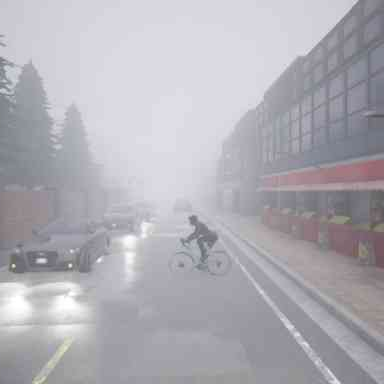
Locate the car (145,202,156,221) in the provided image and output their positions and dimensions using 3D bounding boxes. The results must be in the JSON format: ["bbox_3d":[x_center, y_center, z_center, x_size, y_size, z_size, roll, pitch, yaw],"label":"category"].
[{"bbox_3d":[-4.273,1.557,26.662,1.994,1.385,4.181,0,0,-2],"label":"car"}]

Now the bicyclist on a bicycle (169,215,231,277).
[{"bbox_3d":[0.202,1.440,8.791,1.656,1.620,0.582,-1,0,-2],"label":"bicyclist on a bicycle"}]

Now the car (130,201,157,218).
[{"bbox_3d":[-4.476,1.593,31.265,1.895,1.301,4.718,0,0,-1],"label":"car"}]

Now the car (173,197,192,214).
[{"bbox_3d":[-0.985,1.483,35.738,2.128,1.511,4.902,0,0,-1],"label":"car"}]

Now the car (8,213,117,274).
[{"bbox_3d":[-3.871,1.562,10.431,1.994,1.385,4.181,0,0,-2],"label":"car"}]

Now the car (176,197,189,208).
[{"bbox_3d":[-1.388,1.465,48.354,1.882,1.535,5.008,0,0,-1],"label":"car"}]

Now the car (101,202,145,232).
[{"bbox_3d":[-4.158,1.501,19.850,1.837,1.490,4.892,0,0,-1],"label":"car"}]
